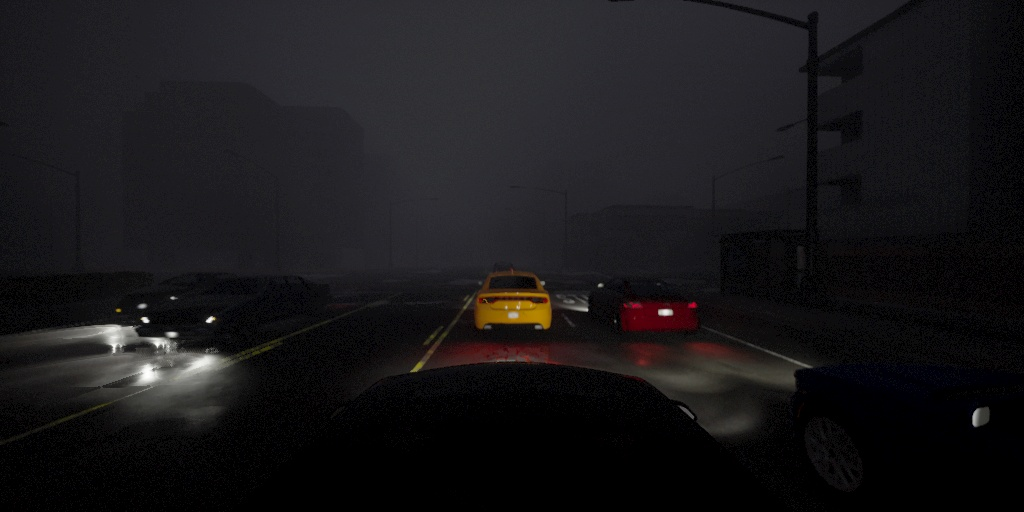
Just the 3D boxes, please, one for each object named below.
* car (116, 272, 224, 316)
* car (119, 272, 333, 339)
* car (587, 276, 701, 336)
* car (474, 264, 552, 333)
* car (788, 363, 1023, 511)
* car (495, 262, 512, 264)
[{"bbox_3d":[-10.644,1.246,12.304,1.994,1.385,4.181,0,0,0],"label":"car"},{"bbox_3d":[-7.131,1.243,10.162,2.033,1.411,5.357,0,0,0],"label":"car"},{"bbox_3d":[3.505,1.259,10.260,1.994,1.385,4.181,0,0,-1],"label":"car"},{"bbox_3d":[-0.001,1.171,10.527,1.882,1.535,5.008,0,0,-1],"label":"car"},{"bbox_3d":[3.565,1.230,1.368,1.882,1.535,5.008,0,0,0],"label":"car"},{"bbox_3d":[-0.809,1.188,32.567,1.895,1.301,4.718,0,0,-3],"label":"car"}]
